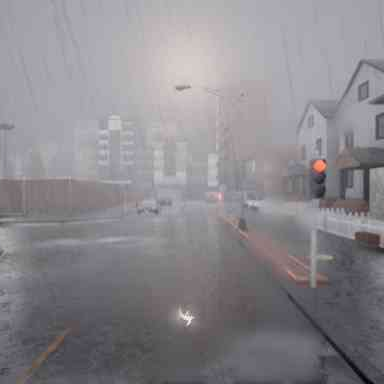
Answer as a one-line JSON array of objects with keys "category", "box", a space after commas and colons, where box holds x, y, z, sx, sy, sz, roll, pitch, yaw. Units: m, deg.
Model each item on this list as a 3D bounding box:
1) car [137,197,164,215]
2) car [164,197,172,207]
[{"category": "car", "box": [-4.040, 1.416, 31.998, 1.812, 1.442, 4.674, 0, 0, 0]}, {"category": "car", "box": [-3.995, 1.397, 48.243, 1.994, 1.385, 4.181, 0, 0, 0]}]
